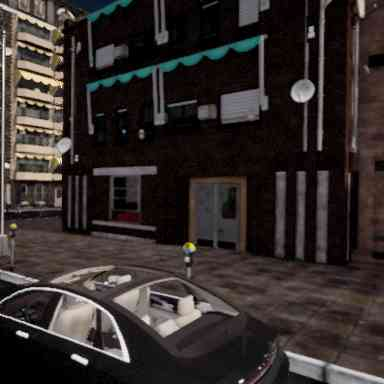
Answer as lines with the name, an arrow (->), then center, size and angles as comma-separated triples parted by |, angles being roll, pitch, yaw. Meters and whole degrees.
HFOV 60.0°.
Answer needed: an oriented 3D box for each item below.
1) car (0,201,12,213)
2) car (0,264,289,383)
car -> -21.323, 1.574, 34.835 | 2.008, 1.369, 4.403 | 1, 0, 36
car -> -1.154, 1.546, 3.842 | 4.403, 1.369, 2.008 | 0, 1, 36
